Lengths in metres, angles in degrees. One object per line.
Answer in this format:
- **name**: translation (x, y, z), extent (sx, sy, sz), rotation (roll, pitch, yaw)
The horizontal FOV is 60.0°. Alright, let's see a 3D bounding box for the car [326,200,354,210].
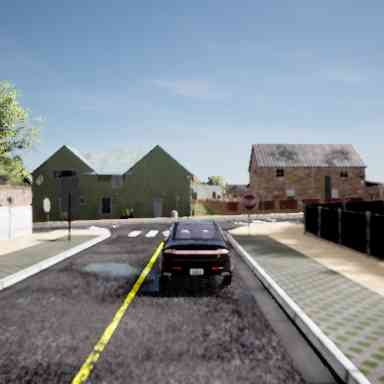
- **car**: translation (11.392, 1.327, 24.403), extent (4.674, 1.442, 1.812), rotation (-2, -1, 2)

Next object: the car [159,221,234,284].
- **car**: translation (0.107, 1.607, 9.903), extent (2.128, 1.511, 4.902), rotation (0, -1, 0)
